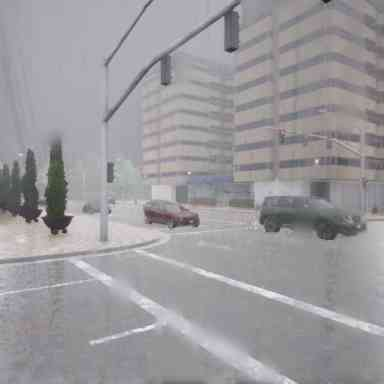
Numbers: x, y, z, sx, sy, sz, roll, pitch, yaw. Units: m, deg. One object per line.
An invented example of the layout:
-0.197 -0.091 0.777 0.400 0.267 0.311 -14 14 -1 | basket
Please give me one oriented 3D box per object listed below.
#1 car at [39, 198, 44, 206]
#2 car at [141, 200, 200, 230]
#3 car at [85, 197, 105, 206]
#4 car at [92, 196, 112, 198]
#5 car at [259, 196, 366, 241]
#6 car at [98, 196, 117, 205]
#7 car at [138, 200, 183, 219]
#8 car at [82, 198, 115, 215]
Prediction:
-23.026 1.558 53.011 2.033 1.411 5.357 0 0 -35 | car
-1.414 1.487 21.787 1.882 1.535 5.008 0 0 -34 | car
-16.393 1.580 55.930 1.994 1.385 4.181 0 0 -35 | car
-12.667 1.516 44.158 1.837 1.490 4.892 0 0 -35 | car
6.015 1.236 17.414 2.150 2.045 5.566 0 0 -35 | car
-15.541 1.545 60.819 1.812 1.442 4.674 0 0 -35 | car
-2.958 1.518 30.250 1.837 1.490 4.892 0 0 -35 | car
-9.654 1.575 33.725 1.994 1.385 4.181 0 0 -35 | car
